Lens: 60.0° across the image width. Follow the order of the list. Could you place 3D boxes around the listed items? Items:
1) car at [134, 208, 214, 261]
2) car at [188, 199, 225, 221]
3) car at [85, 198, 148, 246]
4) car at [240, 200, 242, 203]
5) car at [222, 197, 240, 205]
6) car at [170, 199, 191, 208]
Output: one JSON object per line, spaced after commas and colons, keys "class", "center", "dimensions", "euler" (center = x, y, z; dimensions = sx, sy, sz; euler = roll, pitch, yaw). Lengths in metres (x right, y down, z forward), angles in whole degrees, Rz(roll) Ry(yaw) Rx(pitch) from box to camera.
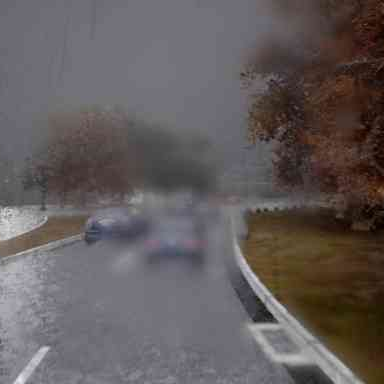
{"class": "car", "center": [-0.370, 1.546, 12.262], "dimensions": [2.033, 1.411, 5.357], "euler": [-1, 0, 5]}
{"class": "car", "center": [1.273, 1.529, 27.038], "dimensions": [2.033, 1.411, 5.357], "euler": [-1, 0, 9]}
{"class": "car", "center": [-3.274, 1.369, 15.705], "dimensions": [2.097, 1.767, 4.553], "euler": [-1, 0, 6]}
{"class": "car", "center": [8.158, 1.928, 70.497], "dimensions": [2.033, 1.411, 5.357], "euler": [0, -1, -43]}
{"class": "car", "center": [6.893, 1.755, 66.903], "dimensions": [2.097, 1.767, 4.553], "euler": [0, -1, -34]}
{"class": "car", "center": [-0.560, 1.602, 31.819], "dimensions": [1.994, 1.385, 4.181], "euler": [-1, -1, 17]}
